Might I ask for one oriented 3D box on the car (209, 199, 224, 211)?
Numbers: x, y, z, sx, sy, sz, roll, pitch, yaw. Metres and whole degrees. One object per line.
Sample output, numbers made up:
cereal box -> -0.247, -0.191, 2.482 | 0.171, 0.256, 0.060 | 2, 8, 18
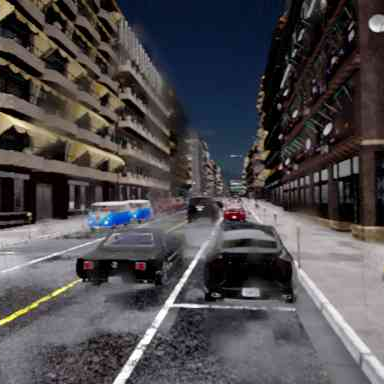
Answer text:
car -> 3.468, 1.761, 46.091 | 1.837, 1.490, 4.892 | -1, 0, 8

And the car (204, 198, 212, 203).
car -> 4.461, 2.250, 92.639 | 1.802, 1.307, 4.206 | 0, 0, 8

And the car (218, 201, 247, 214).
car -> 3.306, 1.655, 25.756 | 1.887, 1.381, 4.507 | 0, 0, 8

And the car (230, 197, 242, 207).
car -> 7.750, 1.740, 58.644 | 1.967, 1.590, 4.097 | 0, 0, 8

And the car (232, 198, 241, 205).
car -> 9.242, 1.958, 69.604 | 1.802, 1.307, 4.206 | 0, 0, 8

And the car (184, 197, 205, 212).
car -> 0.369, 1.633, 43.956 | 2.097, 1.767, 4.553 | -1, 0, 8

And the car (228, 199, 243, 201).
car -> 4.052, 1.683, 31.235 | 1.887, 1.381, 4.507 | 0, 0, 8

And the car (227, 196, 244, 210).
car -> 6.259, 1.545, 47.682 | 2.192, 1.841, 5.009 | 0, 0, 8

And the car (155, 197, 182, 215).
car -> -2.999, 1.598, 37.839 | 2.192, 1.841, 5.009 | 1, 0, 8

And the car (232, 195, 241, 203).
car -> 10.736, 1.776, 80.567 | 2.192, 1.841, 5.009 | 0, 0, 8

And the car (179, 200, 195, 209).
car -> -0.763, 1.944, 54.279 | 1.947, 1.339, 4.313 | 1, 0, 8

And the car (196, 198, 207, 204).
car -> 2.222, 2.077, 76.197 | 1.887, 1.381, 4.507 | 0, 0, 8

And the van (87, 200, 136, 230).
van -> -5.237, 1.540, 21.398 | 1.690, 1.788, 3.998 | 1, 0, 8

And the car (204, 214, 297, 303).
car -> 1.367, 1.532, 8.287 | 1.837, 1.490, 4.892 | -1, 0, 8

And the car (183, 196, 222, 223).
car -> 0.957, 1.372, 26.939 | 2.150, 2.045, 5.566 | -1, 0, 8

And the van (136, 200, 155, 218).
van -> -4.492, 1.566, 26.880 | 1.690, 1.788, 3.998 | 1, 0, 8

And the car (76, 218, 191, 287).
car -> -1.400, 1.675, 9.600 | 1.895, 1.301, 4.718 | -1, 0, 8

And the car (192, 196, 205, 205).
car -> 1.478, 1.806, 70.718 | 2.192, 1.841, 5.009 | 0, 0, 8

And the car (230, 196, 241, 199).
car -> 4.807, 1.608, 36.716 | 1.967, 1.590, 4.097 | 0, 0, 8

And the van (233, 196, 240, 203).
van -> 11.483, 1.848, 86.048 | 1.690, 1.788, 3.998 | 0, 0, 8
